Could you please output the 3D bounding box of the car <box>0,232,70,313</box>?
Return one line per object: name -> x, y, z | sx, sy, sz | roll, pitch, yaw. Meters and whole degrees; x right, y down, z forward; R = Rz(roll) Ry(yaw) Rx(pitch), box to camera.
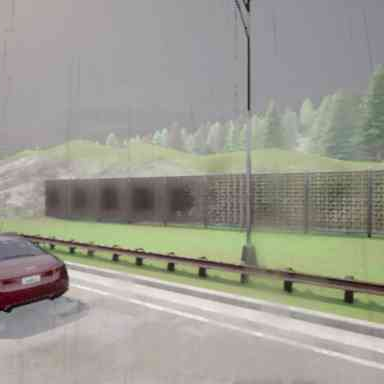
car -> -4.576, 1.577, 7.259 | 4.181, 1.385, 1.994 | 0, 0, 36
